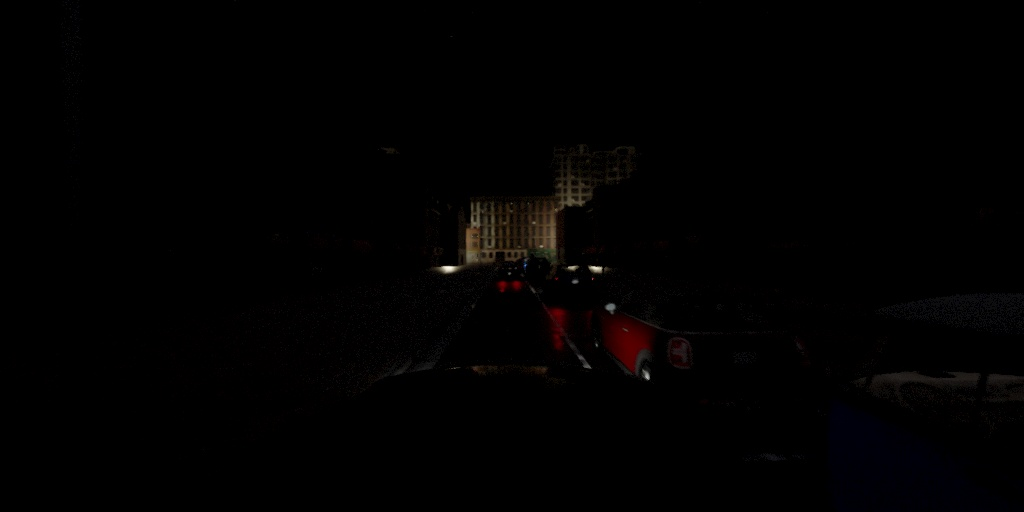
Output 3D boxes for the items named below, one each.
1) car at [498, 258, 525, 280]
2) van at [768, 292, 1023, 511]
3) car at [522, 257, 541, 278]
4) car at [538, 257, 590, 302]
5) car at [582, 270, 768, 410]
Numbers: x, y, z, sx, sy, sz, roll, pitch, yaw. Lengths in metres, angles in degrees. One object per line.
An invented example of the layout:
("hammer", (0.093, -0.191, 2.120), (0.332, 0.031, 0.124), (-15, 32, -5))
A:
("car", (-0.203, 1.228, 31.413), (2.128, 1.511, 4.902), (0, 0, 0))
("van", (2.672, 1.073, 0.520), (1.690, 1.789, 3.998), (0, 0, -1))
("car", (2.366, 1.032, 33.371), (2.192, 1.841, 5.009), (0, 0, -1))
("car", (2.624, 1.073, 17.049), (2.097, 1.767, 4.553), (0, 0, -1))
("car", (2.621, 1.168, 5.995), (1.967, 1.591, 4.097), (0, 0, -1))
